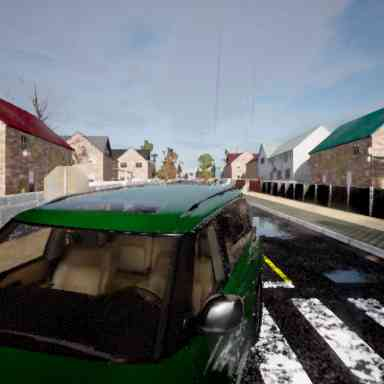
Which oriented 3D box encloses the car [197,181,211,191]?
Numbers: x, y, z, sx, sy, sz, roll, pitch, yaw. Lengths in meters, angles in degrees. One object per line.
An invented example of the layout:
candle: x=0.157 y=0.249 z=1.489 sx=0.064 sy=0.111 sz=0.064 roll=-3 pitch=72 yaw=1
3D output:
car: x=1.797 y=-1.005 z=51.811 sx=1.812 sy=1.442 sz=4.674 roll=0 pitch=3 yaw=-2

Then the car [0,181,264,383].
car: x=-0.615 y=1.060 z=3.132 sx=2.150 sy=2.045 sz=5.566 roll=2 pitch=6 yaw=18

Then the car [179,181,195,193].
car: x=-0.775 y=-0.749 z=46.709 sx=2.033 sy=1.411 sz=5.357 roll=0 pitch=3 yaw=-2

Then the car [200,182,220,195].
car: x=2.188 y=-0.524 z=42.185 sx=2.033 sy=1.411 sz=5.357 roll=0 pitch=3 yaw=-2
